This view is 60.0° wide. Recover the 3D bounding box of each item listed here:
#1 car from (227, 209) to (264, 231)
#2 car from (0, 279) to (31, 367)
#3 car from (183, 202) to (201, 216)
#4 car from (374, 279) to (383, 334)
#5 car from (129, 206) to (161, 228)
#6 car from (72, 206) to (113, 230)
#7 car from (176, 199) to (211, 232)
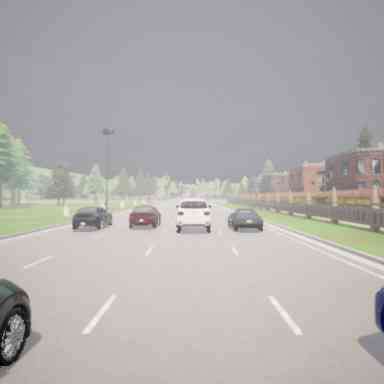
[{"bbox_3d":[3.605,1.839,22.960,1.994,1.385,4.181,0,-1,0],"label":"car"},{"bbox_3d":[-3.399,1.389,3.037,2.097,1.767,4.553,0,-1,0],"label":"car"},{"bbox_3d":[0.062,2.035,40.755,2.033,1.411,5.357,0,-1,0],"label":"car"},{"bbox_3d":[3.601,1.250,2.239,2.150,2.045,5.566,0,-1,0],"label":"car"},{"bbox_3d":[-3.395,1.773,24.707,1.882,1.535,5.008,0,-1,0],"label":"car"},{"bbox_3d":[-6.895,1.786,23.446,1.837,1.490,4.892,0,-1,0],"label":"car"},{"bbox_3d":[0.105,1.492,22.567,2.150,2.045,5.566,0,-1,0],"label":"car"}]
